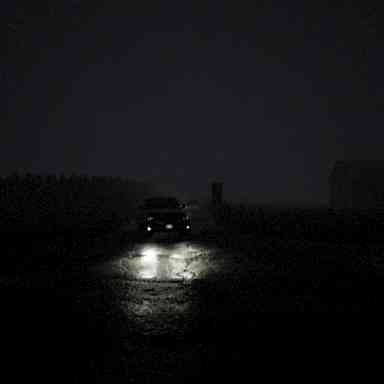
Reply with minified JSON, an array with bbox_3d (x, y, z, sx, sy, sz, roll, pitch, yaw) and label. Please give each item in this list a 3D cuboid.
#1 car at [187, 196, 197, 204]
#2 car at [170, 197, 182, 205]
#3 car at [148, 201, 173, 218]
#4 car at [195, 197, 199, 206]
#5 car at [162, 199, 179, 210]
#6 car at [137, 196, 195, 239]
[{"bbox_3d":[0.021,1.629,67.436,2.033,1.411,5.357,0,0,0],"label":"car"},{"bbox_3d":[-2.751,1.664,59.595,1.895,1.301,4.718,0,0,0],"label":"car"},{"bbox_3d":[-2.837,1.574,30.887,1.994,1.385,4.181,0,0,0],"label":"car"},{"bbox_3d":[0.115,1.547,56.125,2.128,1.511,4.902,0,0,0],"label":"car"},{"bbox_3d":[-2.830,1.632,44.277,1.895,1.301,4.718,0,0,0],"label":"car"},{"bbox_3d":[-1.705,1.223,17.743,2.150,2.045,5.566,0,0,-14],"label":"car"}]
